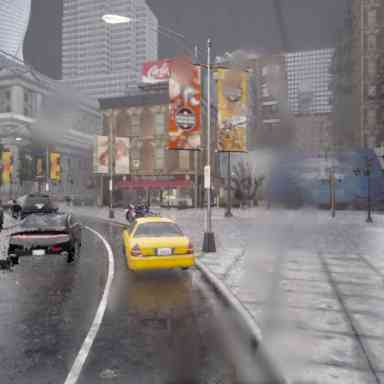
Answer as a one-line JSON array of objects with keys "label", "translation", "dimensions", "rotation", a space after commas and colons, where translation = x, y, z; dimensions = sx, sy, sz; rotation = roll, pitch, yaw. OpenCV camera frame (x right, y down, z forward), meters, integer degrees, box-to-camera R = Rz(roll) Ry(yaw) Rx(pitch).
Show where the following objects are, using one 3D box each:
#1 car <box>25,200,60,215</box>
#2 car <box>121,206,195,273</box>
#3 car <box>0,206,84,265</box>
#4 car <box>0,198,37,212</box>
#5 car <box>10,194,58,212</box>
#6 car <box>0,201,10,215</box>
[{"label": "car", "translation": [-15.683, 1.577, 34.738], "dimensions": [1.895, 1.301, 4.718], "rotation": [0, 0, -43]}, {"label": "car", "translation": [-1.291, 1.455, 10.787], "dimensions": [1.801, 1.575, 5.366], "rotation": [0, 0, -14]}, {"label": "car", "translation": [-4.979, 1.487, 11.743], "dimensions": [2.128, 1.511, 4.902], "rotation": [0, 0, -15]}, {"label": "car", "translation": [-20.128, 1.497, 38.354], "dimensions": [4.674, 1.452, 2.002], "rotation": [0, 0, 37]}, {"label": "car", "translation": [-13.016, 1.209, 26.898], "dimensions": [2.150, 2.045, 5.566], "rotation": [0, 0, -38]}, {"label": "car", "translation": [-13.334, 1.477, 21.537], "dimensions": [2.128, 1.511, 4.902], "rotation": [0, 0, -33]}]
